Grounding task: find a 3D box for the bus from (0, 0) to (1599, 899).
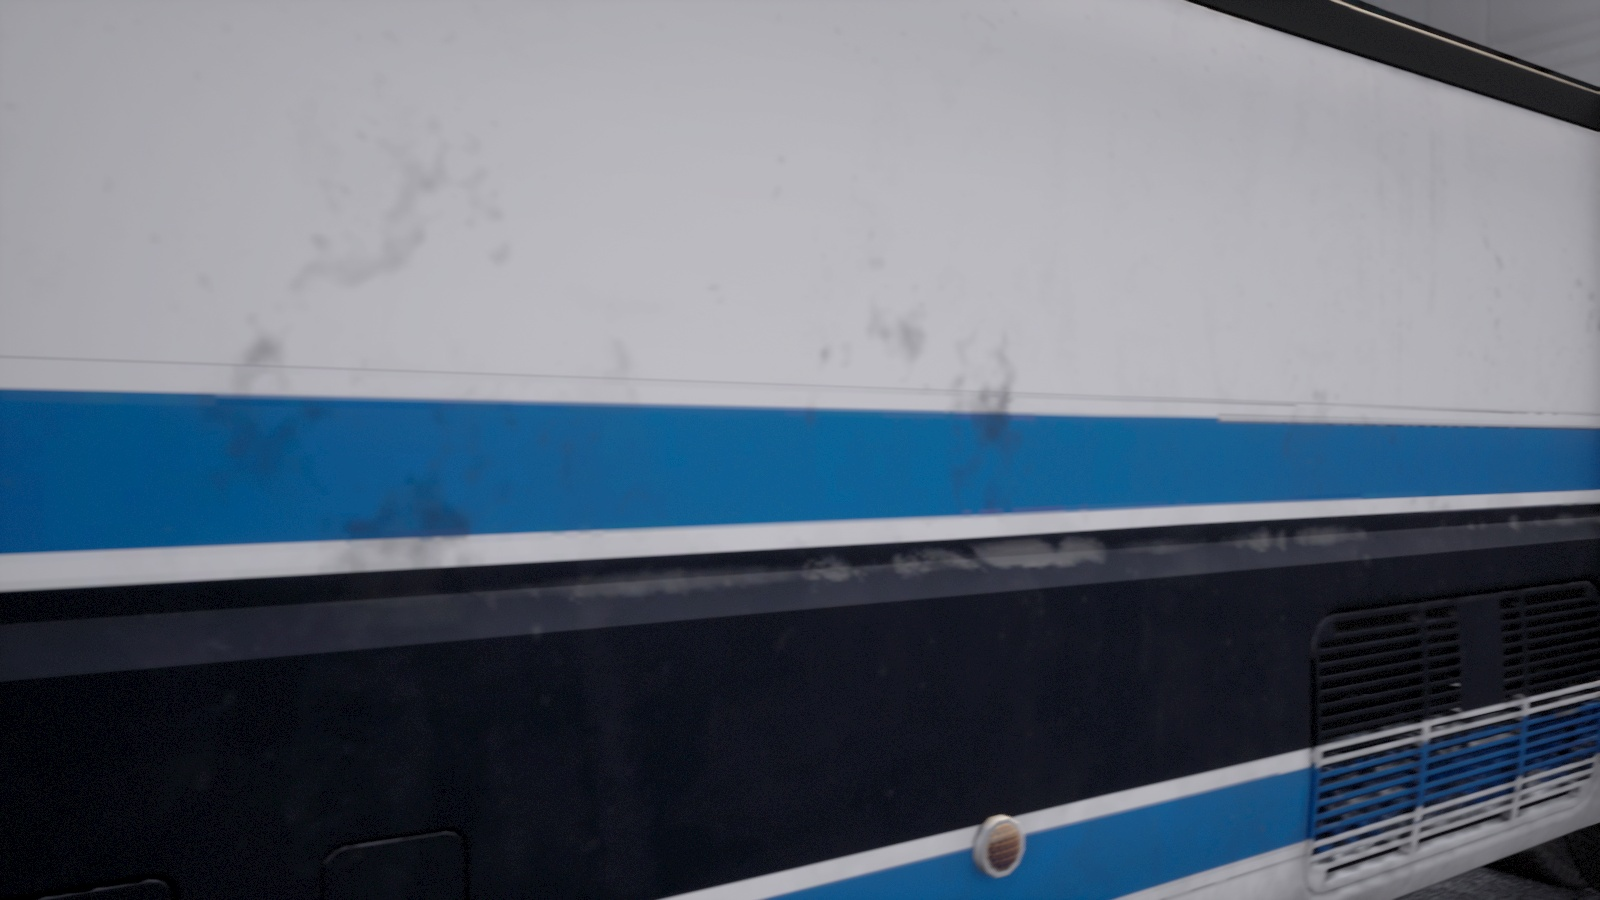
[{"bbox_3d":[-0.095,-0.631,3.583,10.273,4.253,3.944,0,0,-35],"label":"bus"}]
